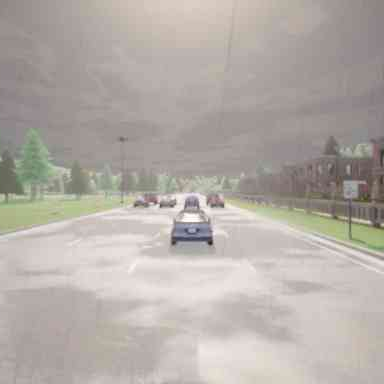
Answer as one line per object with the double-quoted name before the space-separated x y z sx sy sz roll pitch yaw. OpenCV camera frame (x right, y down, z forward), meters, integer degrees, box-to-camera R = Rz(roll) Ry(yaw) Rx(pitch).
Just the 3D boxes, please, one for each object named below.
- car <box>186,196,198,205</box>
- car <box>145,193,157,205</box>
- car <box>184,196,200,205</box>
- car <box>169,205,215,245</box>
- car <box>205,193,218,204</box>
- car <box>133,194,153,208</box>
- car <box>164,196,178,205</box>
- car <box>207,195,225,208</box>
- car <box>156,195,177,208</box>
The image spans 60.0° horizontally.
"car" 0.002 1.413 56.375 1.837 1.490 4.892 0 0 0
"car" -6.998 1.130 56.405 2.150 2.045 5.566 0 0 0
"car" 0.002 1.277 46.341 2.097 1.767 4.553 0 0 0
"car" 0.000 1.523 15.342 2.033 1.411 5.357 0 0 0
"car" 3.502 1.130 56.404 2.150 2.045 5.566 0 0 0
"car" -6.998 1.450 46.372 1.812 1.442 4.674 0 0 0
"car" -3.498 1.456 56.375 2.033 1.411 5.357 0 0 0
"car" 3.502 1.525 46.401 1.895 1.301 4.718 0 0 0
"car" -3.498 1.488 46.372 1.994 1.385 4.181 0 0 0
